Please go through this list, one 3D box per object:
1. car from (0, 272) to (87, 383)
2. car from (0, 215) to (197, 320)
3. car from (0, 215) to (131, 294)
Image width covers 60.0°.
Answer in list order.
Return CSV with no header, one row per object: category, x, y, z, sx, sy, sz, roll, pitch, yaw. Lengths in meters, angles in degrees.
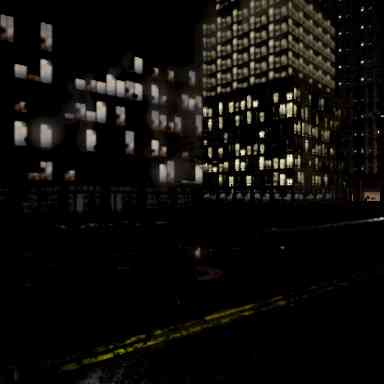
car,-2.779,1.565,1.513,4.181,1.385,1.994,0,0,-35
car,-2.179,1.359,6.187,4.553,1.767,2.097,0,0,-36
car,-4.310,1.501,8.649,4.902,1.511,2.128,0,0,-36
